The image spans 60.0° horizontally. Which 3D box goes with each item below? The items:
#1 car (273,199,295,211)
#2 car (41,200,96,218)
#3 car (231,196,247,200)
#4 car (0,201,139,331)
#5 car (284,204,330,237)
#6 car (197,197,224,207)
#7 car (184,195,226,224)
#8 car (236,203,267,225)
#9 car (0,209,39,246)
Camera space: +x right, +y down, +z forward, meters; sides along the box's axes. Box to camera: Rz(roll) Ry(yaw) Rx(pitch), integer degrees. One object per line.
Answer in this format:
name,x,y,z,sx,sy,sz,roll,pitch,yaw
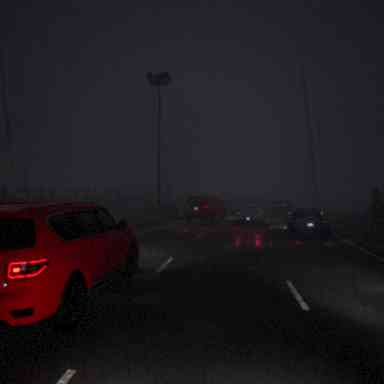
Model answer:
car,11.379,1.614,40.807,2.033,1.411,5.357,0,0,29
car,-11.712,1.567,32.023,2.033,1.411,5.357,0,0,19
car,7.702,1.493,55.131,2.097,1.767,4.553,0,0,35
car,-2.800,1.225,7.110,2.150,2.045,5.566,0,0,6
car,6.323,1.596,18.366,1.994,1.385,4.181,0,0,14
car,3.095,1.619,54.569,2.033,1.411,5.357,0,0,33
car,1.087,1.254,25.649,2.150,2.045,5.566,0,0,17
car,4.432,1.562,24.473,1.812,1.442,4.674,0,0,17
car,-8.940,1.567,14.633,1.994,1.385,4.181,0,0,11
